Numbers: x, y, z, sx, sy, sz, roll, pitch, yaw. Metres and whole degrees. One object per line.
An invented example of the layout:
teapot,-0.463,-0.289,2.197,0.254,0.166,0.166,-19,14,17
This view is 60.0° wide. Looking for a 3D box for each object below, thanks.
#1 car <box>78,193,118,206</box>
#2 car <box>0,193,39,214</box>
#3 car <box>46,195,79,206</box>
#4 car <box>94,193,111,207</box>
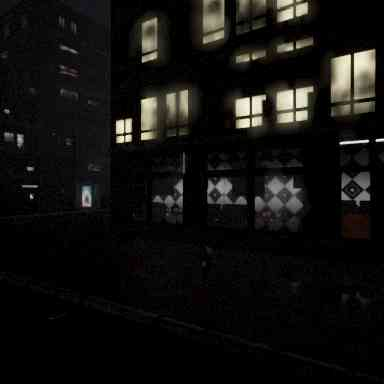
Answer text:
car,-12.484,0.916,44.380,2.128,1.511,4.902,0,2,35
car,-16.106,1.029,29.069,2.192,1.841,5.009,1,2,35
car,-16.660,1.074,42.917,1.802,1.307,4.206,1,2,35
car,-9.754,1.072,38.170,1.947,1.339,4.313,1,2,35
